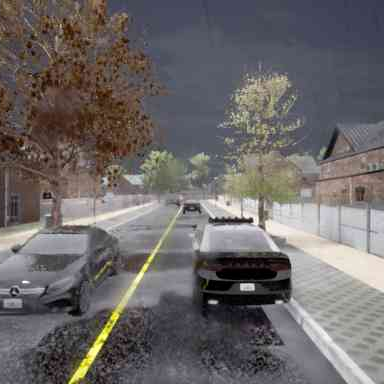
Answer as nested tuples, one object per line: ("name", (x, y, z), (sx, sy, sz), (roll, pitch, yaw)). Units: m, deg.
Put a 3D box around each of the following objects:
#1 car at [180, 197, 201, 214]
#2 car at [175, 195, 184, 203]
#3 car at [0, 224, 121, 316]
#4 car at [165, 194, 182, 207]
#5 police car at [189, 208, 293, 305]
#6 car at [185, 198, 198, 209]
("car", (0.004, 1.502, 36.280), (1.882, 1.535, 5.008), (0, 0, 0))
("car", (-2.906, 1.561, 75.668), (1.882, 1.535, 5.008), (0, 0, 0))
("car", (-2.866, 1.529, 7.645), (1.812, 1.442, 4.674), (0, 0, 0))
("car", (-2.950, 1.262, 51.541), (2.150, 2.045, 5.566), (0, 0, 0))
("police car", (0.945, 1.430, 8.288), (1.930, 1.638, 5.238), (0, 0, 0))
("car", (-0.044, 1.561, 46.724), (1.812, 1.442, 4.674), (0, 0, 0))
